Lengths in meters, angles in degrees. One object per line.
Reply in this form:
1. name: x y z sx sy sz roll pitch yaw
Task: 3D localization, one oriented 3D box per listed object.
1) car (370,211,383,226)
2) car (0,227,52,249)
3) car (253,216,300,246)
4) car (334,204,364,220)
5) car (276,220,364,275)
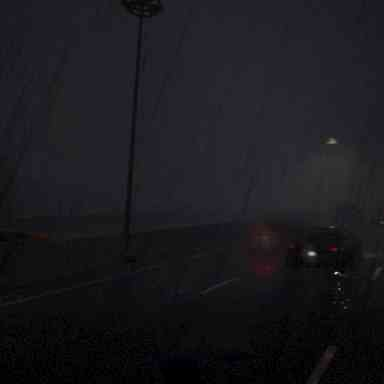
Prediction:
1. car: 17.562 2.418 30.383 1.895 1.301 4.718 -3 -4 35
2. car: -7.769 2.158 12.502 1.882 1.535 5.008 -3 -3 35
3. car: 4.991 2.107 18.329 1.837 1.490 4.892 -3 -2 35
4. car: 16.660 2.333 35.256 2.150 2.045 5.566 -3 -5 35
5. car: 4.847 1.923 11.956 1.994 1.385 4.181 -3 -3 35
